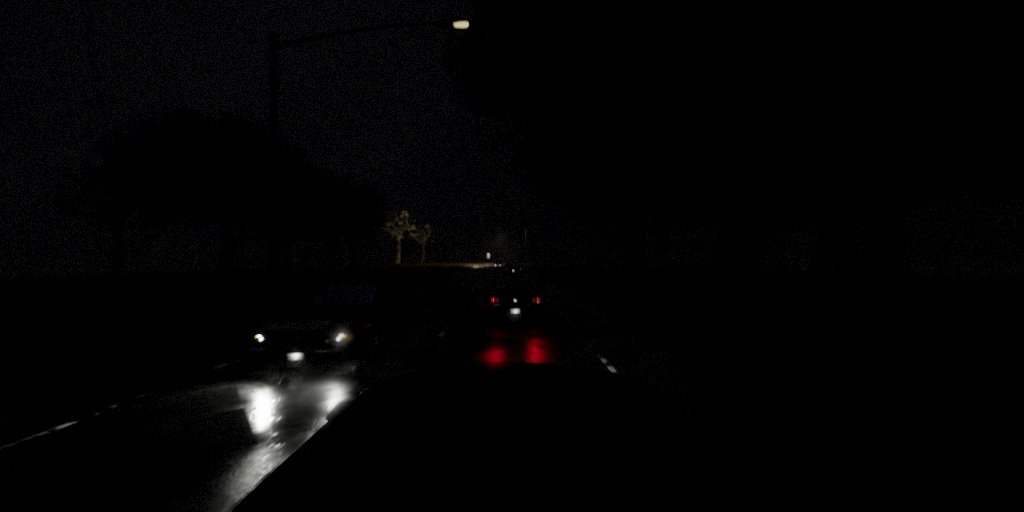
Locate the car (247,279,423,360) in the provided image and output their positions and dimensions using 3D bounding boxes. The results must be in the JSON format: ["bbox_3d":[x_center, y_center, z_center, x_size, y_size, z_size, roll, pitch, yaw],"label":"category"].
[{"bbox_3d":[-3.594,1.280,8.620,2.033,1.411,5.357,0,0,0],"label":"car"}]

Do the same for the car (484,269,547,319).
[{"bbox_3d":[0.110,1.325,12.725,1.895,1.301,4.718,0,0,0],"label":"car"}]

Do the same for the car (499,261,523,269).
[{"bbox_3d":[0.111,1.271,33.616,1.994,1.385,4.181,0,0,0],"label":"car"}]
